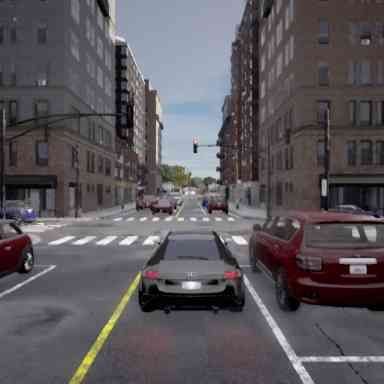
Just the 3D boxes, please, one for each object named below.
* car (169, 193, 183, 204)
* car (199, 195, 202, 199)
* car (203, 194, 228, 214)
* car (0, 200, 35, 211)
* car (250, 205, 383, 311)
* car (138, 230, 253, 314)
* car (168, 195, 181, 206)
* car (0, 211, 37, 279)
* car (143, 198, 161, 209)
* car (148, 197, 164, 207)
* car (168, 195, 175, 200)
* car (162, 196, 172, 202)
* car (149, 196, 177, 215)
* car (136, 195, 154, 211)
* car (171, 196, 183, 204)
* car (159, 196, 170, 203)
[{"bbox_3d":[-2.845,1.191,53.177,2.150,2.045,5.566,0,0,1],"label":"car"},{"bbox_3d":[2.614,1.285,51.222,2.192,1.841,5.009,0,0,0],"label":"car"},{"bbox_3d":[2.651,1.295,34.710,2.192,1.841,5.009,0,0,0],"label":"car"},{"bbox_3d":[-13.207,1.374,22.788,4.553,1.767,2.097,0,0,0],"label":"car"},{"bbox_3d":[2.628,1.311,7.654,2.192,1.841,5.009,0,0,0],"label":"car"},{"bbox_3d":[0.014,1.560,7.677,1.994,1.385,4.181,0,0,1],"label":"car"},{"bbox_3d":[-2.891,1.466,43.284,2.128,1.511,4.902,0,0,0],"label":"car"},{"bbox_3d":[-5.397,1.436,7.642,1.967,1.590,4.097,0,0,0],"label":"car"},{"bbox_3d":[-5.482,1.539,45.705,1.947,1.339,4.313,0,0,0],"label":"car"},{"bbox_3d":[-5.488,1.521,51.209,2.008,1.369,4.403,0,0,0],"label":"car"},{"bbox_3d":[-5.528,1.528,89.735,1.802,1.307,4.206,0,0,0],"label":"car"},{"bbox_3d":[-5.511,1.501,73.224,1.887,1.381,4.507,0,0,0],"label":"car"},{"bbox_3d":[-2.894,1.458,33.729,1.882,1.535,5.008,0,0,0],"label":"car"},{"bbox_3d":[-5.476,1.292,40.201,2.192,1.841,5.009,0,0,0],"label":"car"},{"bbox_3d":[-2.847,1.526,63.368,1.994,1.385,4.181,0,0,1],"label":"car"},{"bbox_3d":[-5.505,1.504,67.720,1.887,1.381,4.507,0,0,0],"label":"car"}]
